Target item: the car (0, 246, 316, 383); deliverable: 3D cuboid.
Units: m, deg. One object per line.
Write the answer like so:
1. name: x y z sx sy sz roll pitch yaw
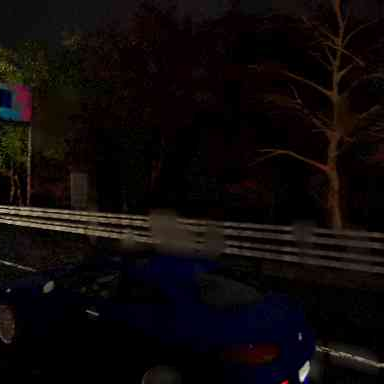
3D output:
1. car: -0.812 1.489 4.487 4.674 1.442 1.812 1 1 35
